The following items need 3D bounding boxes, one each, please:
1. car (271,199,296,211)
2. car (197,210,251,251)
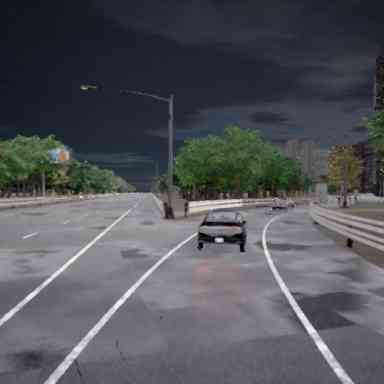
[{"bbox_3d":[11.562,1.600,41.869,2.033,1.411,5.357,0,0,31],"label":"car"},{"bbox_3d":[1.423,1.502,14.261,2.128,1.511,4.902,0,0,11],"label":"car"}]
